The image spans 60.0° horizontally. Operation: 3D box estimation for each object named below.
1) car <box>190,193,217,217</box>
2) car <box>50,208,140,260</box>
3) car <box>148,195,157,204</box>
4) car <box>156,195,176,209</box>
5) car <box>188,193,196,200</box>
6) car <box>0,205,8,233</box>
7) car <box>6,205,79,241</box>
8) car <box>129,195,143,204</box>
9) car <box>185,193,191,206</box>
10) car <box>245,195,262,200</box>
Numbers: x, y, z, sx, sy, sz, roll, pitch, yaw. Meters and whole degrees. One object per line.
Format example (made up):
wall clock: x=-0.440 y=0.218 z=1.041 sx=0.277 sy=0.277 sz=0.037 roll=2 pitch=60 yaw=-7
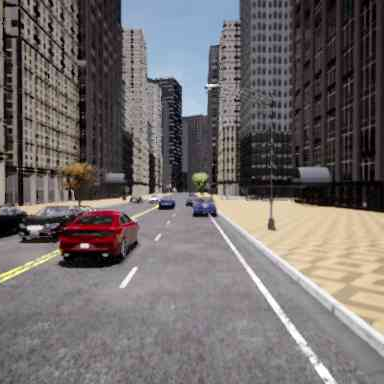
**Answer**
car: x=1.125 y=1.220 z=30.200 sx=2.097 sy=1.767 sz=4.553 roll=0 pitch=0 yaw=0
car: x=-3.157 y=1.423 z=12.256 sx=1.882 sy=1.535 sz=5.008 roll=0 pitch=0 yaw=0
car: x=-6.548 y=1.269 z=58.567 sx=1.812 sy=1.442 sz=4.674 roll=0 pitch=0 yaw=1
car: x=-3.166 y=1.377 z=42.982 sx=1.994 sy=1.385 sz=4.181 roll=0 pitch=0 yaw=0
car: x=-0.027 y=1.078 z=74.717 sx=1.837 sy=1.490 sz=4.892 roll=0 pitch=0 yaw=0
car: x=-9.852 y=1.419 z=16.333 sx=2.128 sy=1.511 sz=4.902 roll=0 pitch=0 yaw=0
car: x=-6.602 y=1.419 z=16.362 sx=2.128 sy=1.511 sz=4.902 roll=0 pitch=0 yaw=0
car: x=-9.795 y=1.237 z=58.698 sx=2.128 sy=1.511 sz=4.902 roll=0 pitch=0 yaw=1
car: x=-0.013 y=1.330 z=50.073 sx=2.033 sy=1.411 sz=5.357 roll=0 pitch=0 yaw=0
car: x=15.889 y=1.458 z=85.733 sx=4.403 sy=1.369 sz=2.008 roll=1 pitch=1 yaw=-1
